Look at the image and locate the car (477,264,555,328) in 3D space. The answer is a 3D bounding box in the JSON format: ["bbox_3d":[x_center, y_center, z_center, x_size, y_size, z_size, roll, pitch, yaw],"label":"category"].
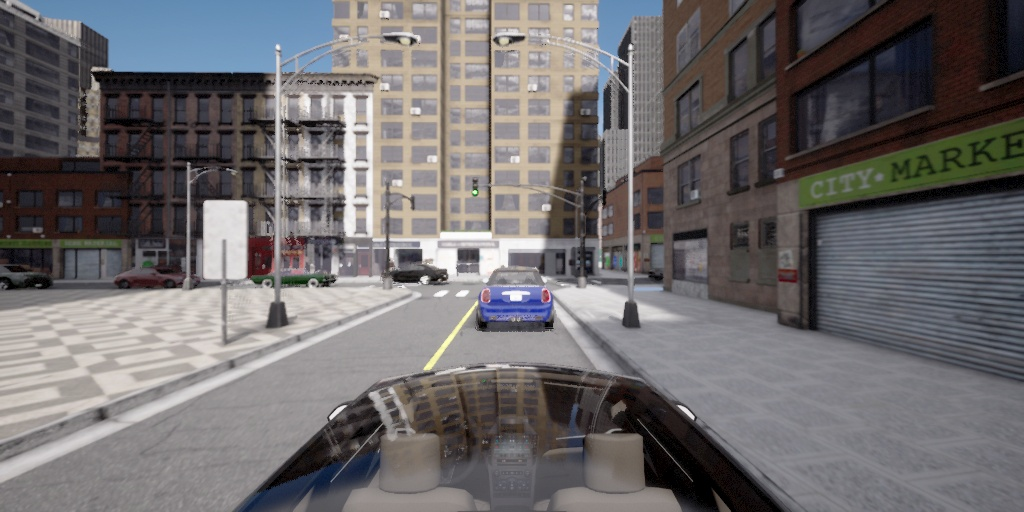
[{"bbox_3d":[0.090,1.108,11.499,2.097,1.767,4.553,0,0,0],"label":"car"}]

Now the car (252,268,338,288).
[{"bbox_3d":[-14.198,1.468,23.673,4.718,1.301,1.895,0,0,-1],"label":"car"}]

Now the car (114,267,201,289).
[{"bbox_3d":[-23.269,1.459,23.577,4.674,1.442,1.812,0,0,-1],"label":"car"}]

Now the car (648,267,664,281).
[{"bbox_3d":[12.886,1.145,27.219,4.892,1.490,1.837,-1,0,-1],"label":"car"}]

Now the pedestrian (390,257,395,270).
[{"bbox_3d":[-10.158,1.001,29.963,0.375,1.860,0.375,0,0,-1],"label":"pedestrian"}]

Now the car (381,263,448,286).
[{"bbox_3d":[-7.151,1.297,26.152,5.008,1.535,1.882,-1,-2,17],"label":"car"}]

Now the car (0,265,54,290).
[{"bbox_3d":[-33.217,1.350,23.443,4.553,1.767,2.097,0,0,0],"label":"car"}]
